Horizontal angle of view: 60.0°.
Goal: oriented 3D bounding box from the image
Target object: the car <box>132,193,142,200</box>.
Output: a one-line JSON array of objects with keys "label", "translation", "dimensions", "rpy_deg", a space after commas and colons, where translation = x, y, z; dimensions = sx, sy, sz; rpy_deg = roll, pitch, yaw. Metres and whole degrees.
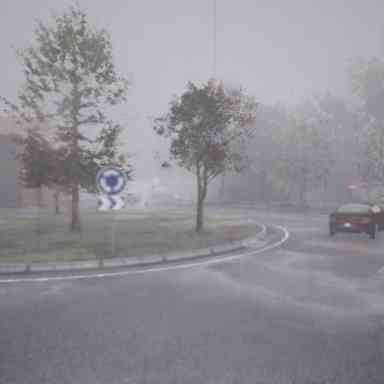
[{"label": "car", "translation": [-12.228, 0.990, 73.704], "dimensions": [2.033, 1.411, 5.357], "rpy_deg": [0, 0, -8]}]

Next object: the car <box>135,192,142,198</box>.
[{"label": "car", "translation": [-14.403, 0.714, 89.594], "dimensions": [1.812, 1.442, 4.674], "rpy_deg": [0, 0, -8]}]

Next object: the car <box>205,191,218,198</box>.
[{"label": "car", "translation": [5.145, 0.777, 85.988], "dimensions": [4.553, 1.767, 2.185], "rpy_deg": [0, 1, -9]}]

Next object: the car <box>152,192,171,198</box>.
[{"label": "car", "translation": [-8.468, 0.800, 92.453], "dimensions": [5.008, 1.535, 2.097], "rpy_deg": [0, 0, -8]}]

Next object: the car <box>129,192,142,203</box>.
[{"label": "car", "translation": [-9.801, 1.122, 55.961], "dimensions": [1.895, 1.301, 4.718], "rpy_deg": [0, 0, -7]}]

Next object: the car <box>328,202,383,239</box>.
[{"label": "car", "translation": [8.168, 1.238, 16.206], "dimensions": [1.882, 1.535, 5.008], "rpy_deg": [1, 1, 37]}]

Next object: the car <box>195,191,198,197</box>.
[{"label": "car", "translation": [4.331, 0.634, 91.709], "dimensions": [5.566, 2.045, 2.435], "rpy_deg": [0, 0, -8]}]

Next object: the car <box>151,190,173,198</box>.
[{"label": "car", "translation": [-7.659, 0.575, 86.858], "dimensions": [5.566, 2.045, 2.435], "rpy_deg": [0, 0, -8]}]
